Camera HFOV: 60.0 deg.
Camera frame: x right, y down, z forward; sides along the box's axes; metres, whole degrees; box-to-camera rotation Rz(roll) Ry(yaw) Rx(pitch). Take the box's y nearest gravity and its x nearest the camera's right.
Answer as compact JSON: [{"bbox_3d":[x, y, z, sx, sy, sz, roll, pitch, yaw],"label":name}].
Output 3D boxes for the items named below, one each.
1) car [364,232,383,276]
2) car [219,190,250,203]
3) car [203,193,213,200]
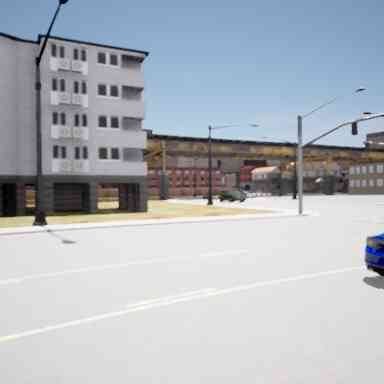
[{"bbox_3d":[6.533,1.328,8.182,5.008,1.535,1.882,-1,0,-25],"label":"car"},{"bbox_3d":[6.471,0.683,53.831,2.150,2.045,5.566,-1,1,-25],"label":"car"},{"bbox_3d":[3.383,0.886,69.714,1.812,1.442,4.674,-1,0,6],"label":"car"}]
